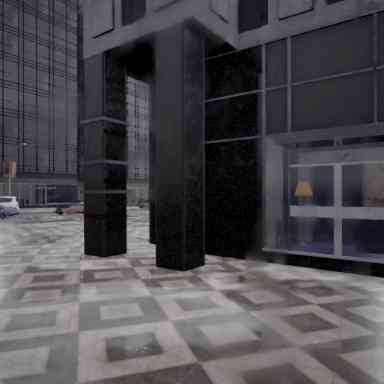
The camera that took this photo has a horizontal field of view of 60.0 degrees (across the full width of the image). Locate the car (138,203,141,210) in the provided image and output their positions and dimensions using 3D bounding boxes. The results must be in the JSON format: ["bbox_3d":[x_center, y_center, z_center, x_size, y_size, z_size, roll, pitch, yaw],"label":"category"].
[{"bbox_3d":[-6.261,1.899,51.956,2.097,1.767,4.553,0,-1,36],"label":"car"}]

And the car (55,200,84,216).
[{"bbox_3d":[-13.039,1.883,37.051,1.994,1.385,4.181,0,-1,36],"label":"car"}]

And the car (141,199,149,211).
[{"bbox_3d":[-4.785,2.035,48.462,1.812,1.442,4.674,0,-1,36],"label":"car"}]

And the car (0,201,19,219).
[{"bbox_3d":[-18.418,1.742,29.612,2.033,1.411,5.357,0,-1,36],"label":"car"}]

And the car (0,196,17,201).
[{"bbox_3d":[-20.094,1.449,32.834,2.150,2.045,5.566,0,-1,36],"label":"car"}]

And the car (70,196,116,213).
[{"bbox_3d":[-12.678,1.621,43.105,2.150,2.045,5.566,0,-1,36],"label":"car"}]
